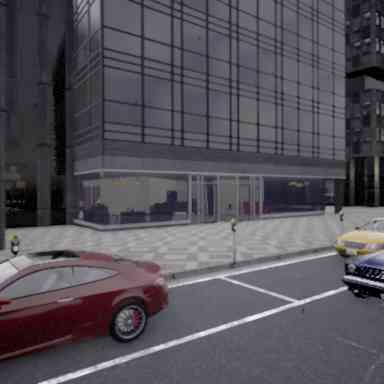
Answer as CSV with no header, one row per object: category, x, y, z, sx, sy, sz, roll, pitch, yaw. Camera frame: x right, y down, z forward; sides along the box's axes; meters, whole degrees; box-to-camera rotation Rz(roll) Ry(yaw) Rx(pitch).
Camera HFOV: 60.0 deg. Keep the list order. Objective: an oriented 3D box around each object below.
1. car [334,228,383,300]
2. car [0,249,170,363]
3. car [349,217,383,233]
car,5.269,1.547,7.136,4.718,1.301,1.895,0,0,-35
car,-2.316,1.576,4.880,4.206,1.307,1.802,0,0,-35
car,6.727,1.451,11.329,4.829,1.417,1.752,0,0,-35
